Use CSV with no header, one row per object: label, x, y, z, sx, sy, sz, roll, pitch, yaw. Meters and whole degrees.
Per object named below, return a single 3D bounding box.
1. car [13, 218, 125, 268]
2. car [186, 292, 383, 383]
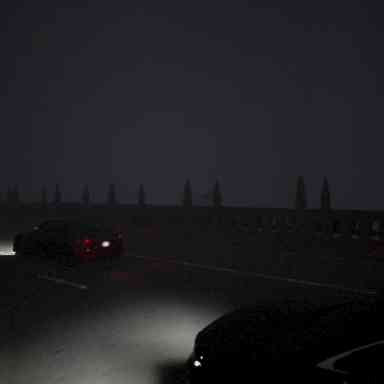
car,-4.278,1.576,11.390,4.181,1.385,1.994,0,0,36
car,2.204,1.506,2.480,4.892,1.490,1.837,0,0,35
